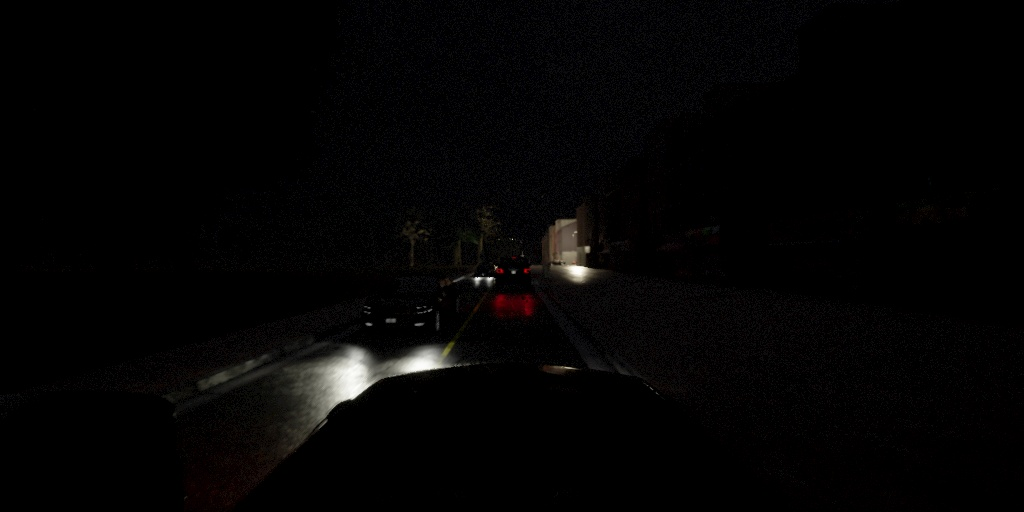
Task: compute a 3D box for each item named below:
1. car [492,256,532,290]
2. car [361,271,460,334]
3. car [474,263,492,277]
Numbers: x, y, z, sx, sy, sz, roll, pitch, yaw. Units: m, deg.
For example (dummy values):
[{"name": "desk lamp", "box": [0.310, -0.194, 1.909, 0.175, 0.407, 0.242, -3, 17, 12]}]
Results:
[{"name": "car", "box": [0.096, 1.036, 23.240, 2.150, 2.045, 5.566, 0, 0, 0]}, {"name": "car", "box": [-2.807, 1.243, 10.885, 1.882, 1.535, 5.008, 0, 0, 1]}, {"name": "car", "box": [-2.848, 1.448, 37.920, 2.033, 1.411, 5.357, 0, 0, 0]}]
